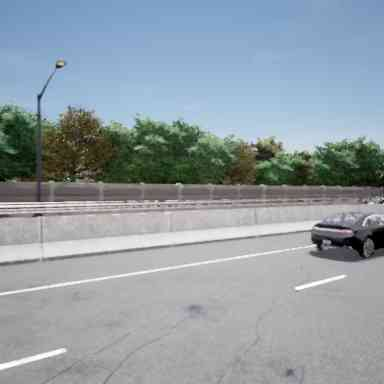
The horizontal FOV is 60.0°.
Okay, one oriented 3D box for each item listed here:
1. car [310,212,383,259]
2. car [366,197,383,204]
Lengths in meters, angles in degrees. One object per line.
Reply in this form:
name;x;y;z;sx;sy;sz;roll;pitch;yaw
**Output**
car;6.608;1.510;12.803;4.902;1.511;2.128;0;0;-35
car;27.579;1.504;48.910;4.902;1.511;2.128;0;0;-34
